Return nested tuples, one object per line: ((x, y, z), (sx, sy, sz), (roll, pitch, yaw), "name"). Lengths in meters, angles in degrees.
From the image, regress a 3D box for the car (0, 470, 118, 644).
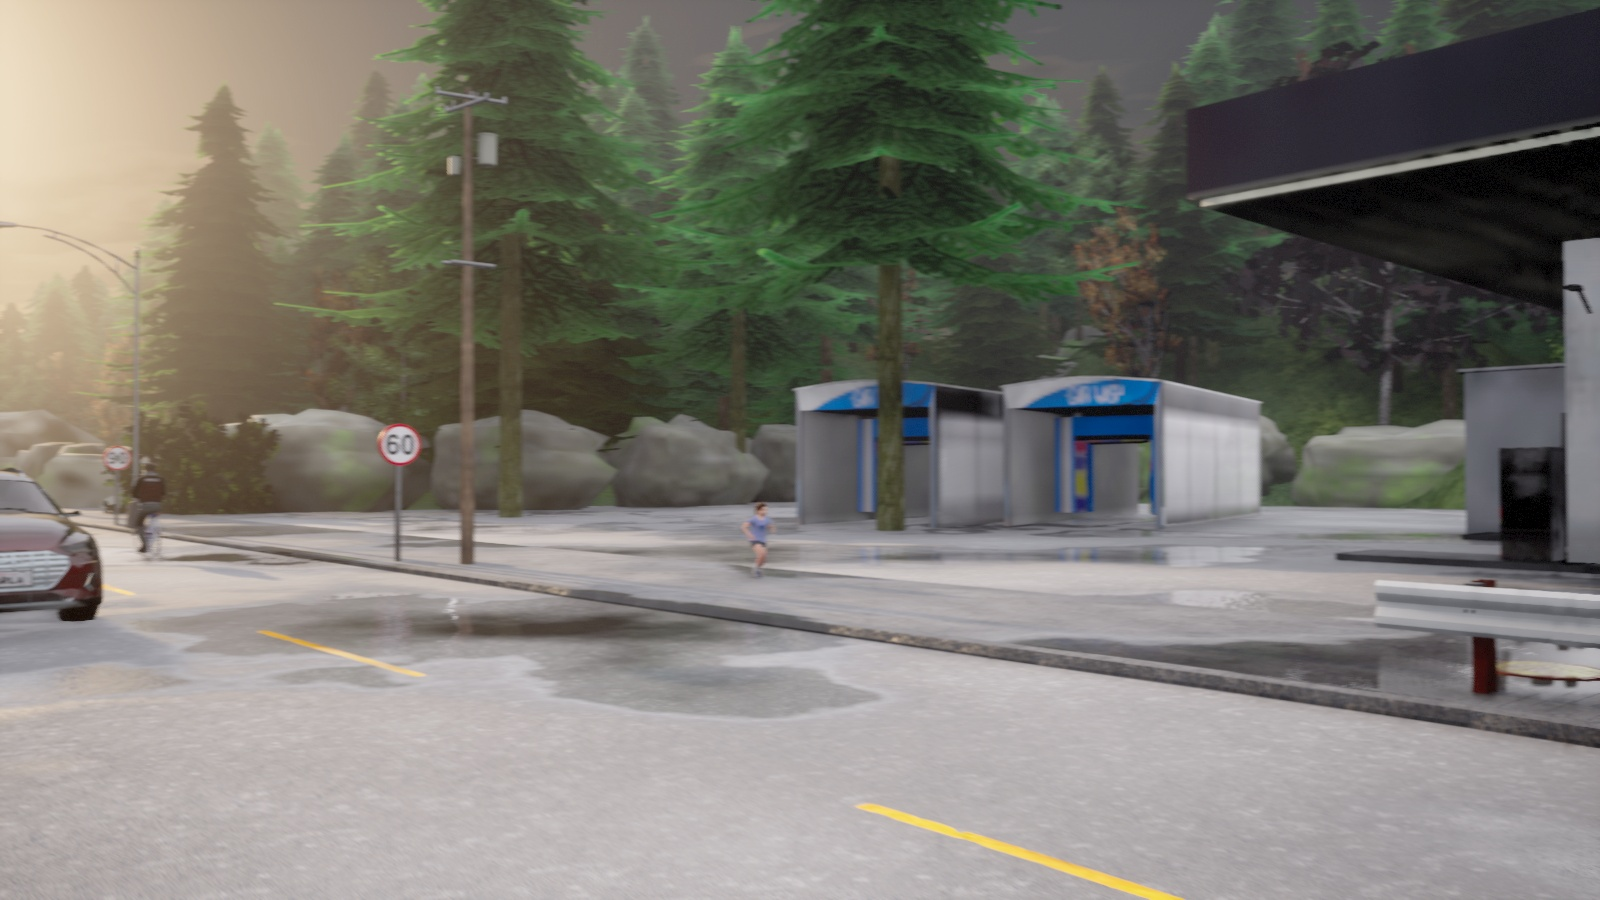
((-9.248, 1.074, 13.841), (2.033, 1.649, 4.856), (0, -1, -41), "car")

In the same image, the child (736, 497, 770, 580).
((-0.647, 1.206, 17.239), (0.255, 1.110, 0.394), (0, -1, -44), "child")

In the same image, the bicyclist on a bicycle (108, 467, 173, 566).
((-12.332, 1.210, 23.448), (0.659, 1.776, 1.843), (0, -1, -41), "bicyclist on a bicycle")
